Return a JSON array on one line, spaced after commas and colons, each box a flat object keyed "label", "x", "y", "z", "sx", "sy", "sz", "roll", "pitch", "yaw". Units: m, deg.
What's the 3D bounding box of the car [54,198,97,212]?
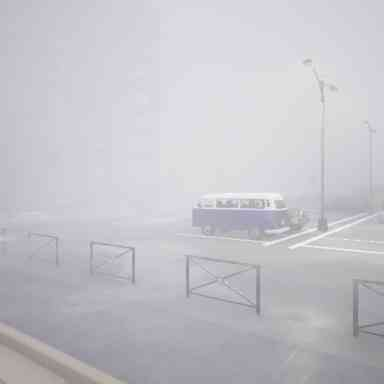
[{"label": "car", "x": -13.342, "y": 1.422, "z": 38.352, "sx": 1.882, "sy": 1.535, "sz": 5.008, "roll": 0, "pitch": 0, "yaw": 36}]

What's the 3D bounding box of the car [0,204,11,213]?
[{"label": "car", "x": -19.401, "y": 1.492, "z": 29.937, "sx": 2.033, "sy": 1.411, "sz": 5.357, "roll": 0, "pitch": 0, "yaw": 36}]

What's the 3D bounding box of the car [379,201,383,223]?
[{"label": "car", "x": 14.023, "y": 1.395, "z": 20.929, "sx": 3.806, "sy": 1.475, "sz": 1.970, "roll": 0, "pitch": 0, "yaw": 36}]

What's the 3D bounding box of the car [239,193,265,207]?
[{"label": "car", "x": 10.779, "y": 1.448, "z": 59.559, "sx": 1.837, "sy": 1.490, "sz": 4.892, "roll": 0, "pitch": 0, "yaw": 36}]

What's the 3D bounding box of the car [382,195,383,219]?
[{"label": "car", "x": 17.273, "y": 1.153, "z": 25.464, "sx": 4.605, "sy": 1.855, "sz": 1.932, "roll": 0, "pitch": 0, "yaw": 36}]

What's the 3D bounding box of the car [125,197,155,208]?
[{"label": "car", "x": -7.266, "y": 1.436, "z": 46.784, "sx": 2.128, "sy": 1.511, "sz": 4.902, "roll": 0, "pitch": 0, "yaw": 36}]
